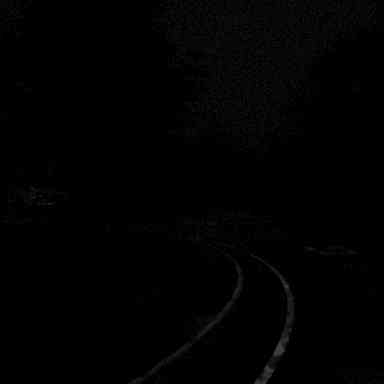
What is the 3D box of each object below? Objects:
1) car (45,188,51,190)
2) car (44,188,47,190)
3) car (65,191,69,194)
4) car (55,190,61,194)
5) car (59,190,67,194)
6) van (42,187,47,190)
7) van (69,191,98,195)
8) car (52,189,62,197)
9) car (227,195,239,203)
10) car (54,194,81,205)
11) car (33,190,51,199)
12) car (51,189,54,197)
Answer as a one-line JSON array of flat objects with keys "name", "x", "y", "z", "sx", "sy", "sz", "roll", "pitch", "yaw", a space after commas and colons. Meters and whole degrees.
[{"name": "car", "x": -31.567, "y": 0.510, "z": 79.102, "sx": 5.008, "sy": 1.535, "sz": 2.097, "roll": 1, "pitch": 1, "yaw": -33}, {"name": "car", "x": -33.093, "y": 0.465, "z": 81.422, "sx": 4.674, "sy": 1.452, "sz": 2.002, "roll": 1, "pitch": 1, "yaw": -33}, {"name": "car", "x": -20.861, "y": 1.147, "z": 62.903, "sx": 4.792, "sy": 1.488, "sz": 2.163, "roll": 1, "pitch": 1, "yaw": -33}, {"name": "car", "x": -25.466, "y": 0.856, "z": 69.833, "sx": 4.892, "sy": 1.521, "sz": 2.231, "roll": 1, "pitch": 1, "yaw": -33}, {"name": "car", "x": -22.566, "y": 1.023, "z": 65.102, "sx": 5.366, "sy": 1.575, "sz": 1.946, "roll": 1, "pitch": 1, "yaw": -33}, {"name": "van", "x": -34.510, "y": 0.116, "z": 83.800, "sx": 4.442, "sy": 1.987, "sz": 1.878, "roll": 1, "pitch": 1, "yaw": -33}, {"name": "van", "x": -19.451, "y": 0.976, "z": 60.502, "sx": 4.442, "sy": 1.987, "sz": 1.878, "roll": 1, "pitch": 1, "yaw": -33}, {"name": "car", "x": -26.981, "y": 0.769, "z": 72.157, "sx": 5.008, "sy": 1.535, "sz": 2.097, "roll": 1, "pitch": 1, "yaw": -33}, {"name": "car", "x": 6.494, "y": 1.217, "z": 60.930, "sx": 4.553, "sy": 1.767, "sz": 2.097, "roll": 0, "pitch": -1, "yaw": -34}, {"name": "car", "x": -19.202, "y": 1.402, "z": 51.991, "sx": 4.718, "sy": 1.301, "sz": 1.895, "roll": 1, "pitch": 0, "yaw": 43}, {"name": "car", "x": -31.458, "y": 0.790, "z": 69.705, "sx": 1.895, "sy": 1.301, "sz": 4.718, "roll": 1, "pitch": 1, "yaw": -33}, {"name": "car", "x": -28.482, "y": 0.558, "z": 74.486, "sx": 4.553, "sy": 1.767, "sz": 2.185, "roll": 1, "pitch": 1, "yaw": -33}]
